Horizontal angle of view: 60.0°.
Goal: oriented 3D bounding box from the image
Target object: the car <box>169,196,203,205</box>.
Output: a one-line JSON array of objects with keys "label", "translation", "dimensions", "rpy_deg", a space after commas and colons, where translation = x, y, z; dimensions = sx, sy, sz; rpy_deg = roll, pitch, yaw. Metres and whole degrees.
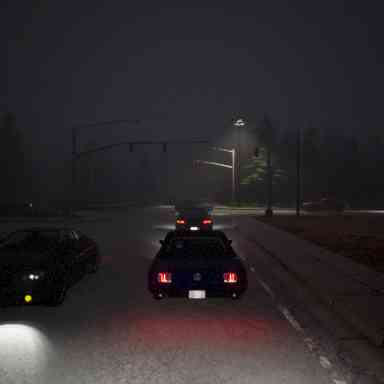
[{"label": "car", "translation": [0.141, 1.515, 36.200], "dimensions": [4.674, 1.442, 1.812], "rpy_deg": [0, 1, 41]}]

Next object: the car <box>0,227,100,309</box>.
[{"label": "car", "translation": [-3.601, 1.561, 7.841], "dimensions": [1.994, 1.385, 4.181], "rpy_deg": [0, 0, 0]}]

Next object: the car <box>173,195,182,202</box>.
[{"label": "car", "translation": [-3.345, 1.424, 77.905], "dimensions": [1.882, 1.535, 5.008], "rpy_deg": [0, 0, 1]}]

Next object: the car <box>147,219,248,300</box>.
[{"label": "car", "translation": [0.099, 1.596, 8.341], "dimensions": [1.895, 1.301, 4.718], "rpy_deg": [0, 0, 0]}]

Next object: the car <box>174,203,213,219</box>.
[{"label": "car", "translation": [0.099, 1.511, 17.396], "dimensions": [1.812, 1.442, 4.674], "rpy_deg": [0, 0, 0]}]

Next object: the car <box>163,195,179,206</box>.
[{"label": "car", "translation": [-3.595, 1.528, 54.583], "dimensions": [1.994, 1.385, 4.181], "rpy_deg": [0, 0, 0]}]

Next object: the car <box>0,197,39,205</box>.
[{"label": "car", "translation": [-18.343, 1.363, 35.028], "dimensions": [4.553, 1.767, 2.097], "rpy_deg": [0, 0, 1]}]

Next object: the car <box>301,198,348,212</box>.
[{"label": "car", "translation": [15.151, 1.473, 38.126], "dimensions": [5.008, 1.535, 1.882], "rpy_deg": [0, 0, 1]}]
